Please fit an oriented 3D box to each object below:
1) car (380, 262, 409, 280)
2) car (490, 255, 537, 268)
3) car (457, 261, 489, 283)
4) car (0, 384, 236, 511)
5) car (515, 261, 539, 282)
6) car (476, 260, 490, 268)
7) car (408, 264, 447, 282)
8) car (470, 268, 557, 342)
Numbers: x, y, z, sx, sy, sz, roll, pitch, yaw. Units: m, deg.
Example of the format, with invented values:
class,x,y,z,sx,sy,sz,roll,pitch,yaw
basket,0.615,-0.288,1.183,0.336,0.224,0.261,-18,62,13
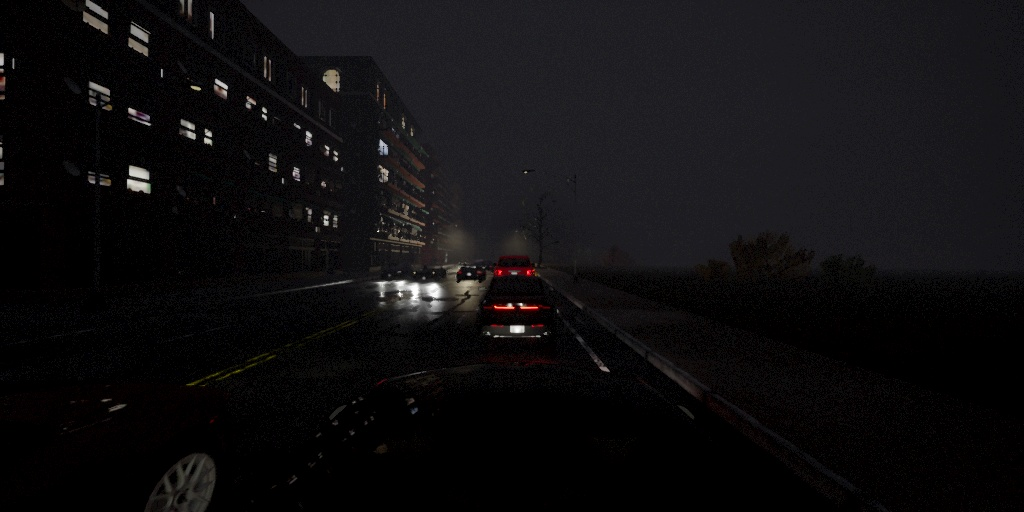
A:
class,x,y,z,sx,sy,sz,roll,pitch,yaw
car,-9.824,1.279,31.099,1.812,1.442,4.674,0,0,0
car,0.117,0.974,20.131,2.150,2.045,5.566,0,0,0
car,-3.126,1.317,28.182,1.994,1.385,4.181,0,0,0
car,-3.151,1.227,0.818,1.882,1.535,5.008,0,0,0
car,1.164,1.209,30.538,1.801,1.575,5.366,0,0,0
car,-3.111,1.301,44.651,2.033,1.411,5.357,0,0,0
car,-6.575,1.354,28.974,1.895,1.301,4.718,0,0,0
car,0.109,1.256,9.784,1.837,1.490,4.892,0,0,0
